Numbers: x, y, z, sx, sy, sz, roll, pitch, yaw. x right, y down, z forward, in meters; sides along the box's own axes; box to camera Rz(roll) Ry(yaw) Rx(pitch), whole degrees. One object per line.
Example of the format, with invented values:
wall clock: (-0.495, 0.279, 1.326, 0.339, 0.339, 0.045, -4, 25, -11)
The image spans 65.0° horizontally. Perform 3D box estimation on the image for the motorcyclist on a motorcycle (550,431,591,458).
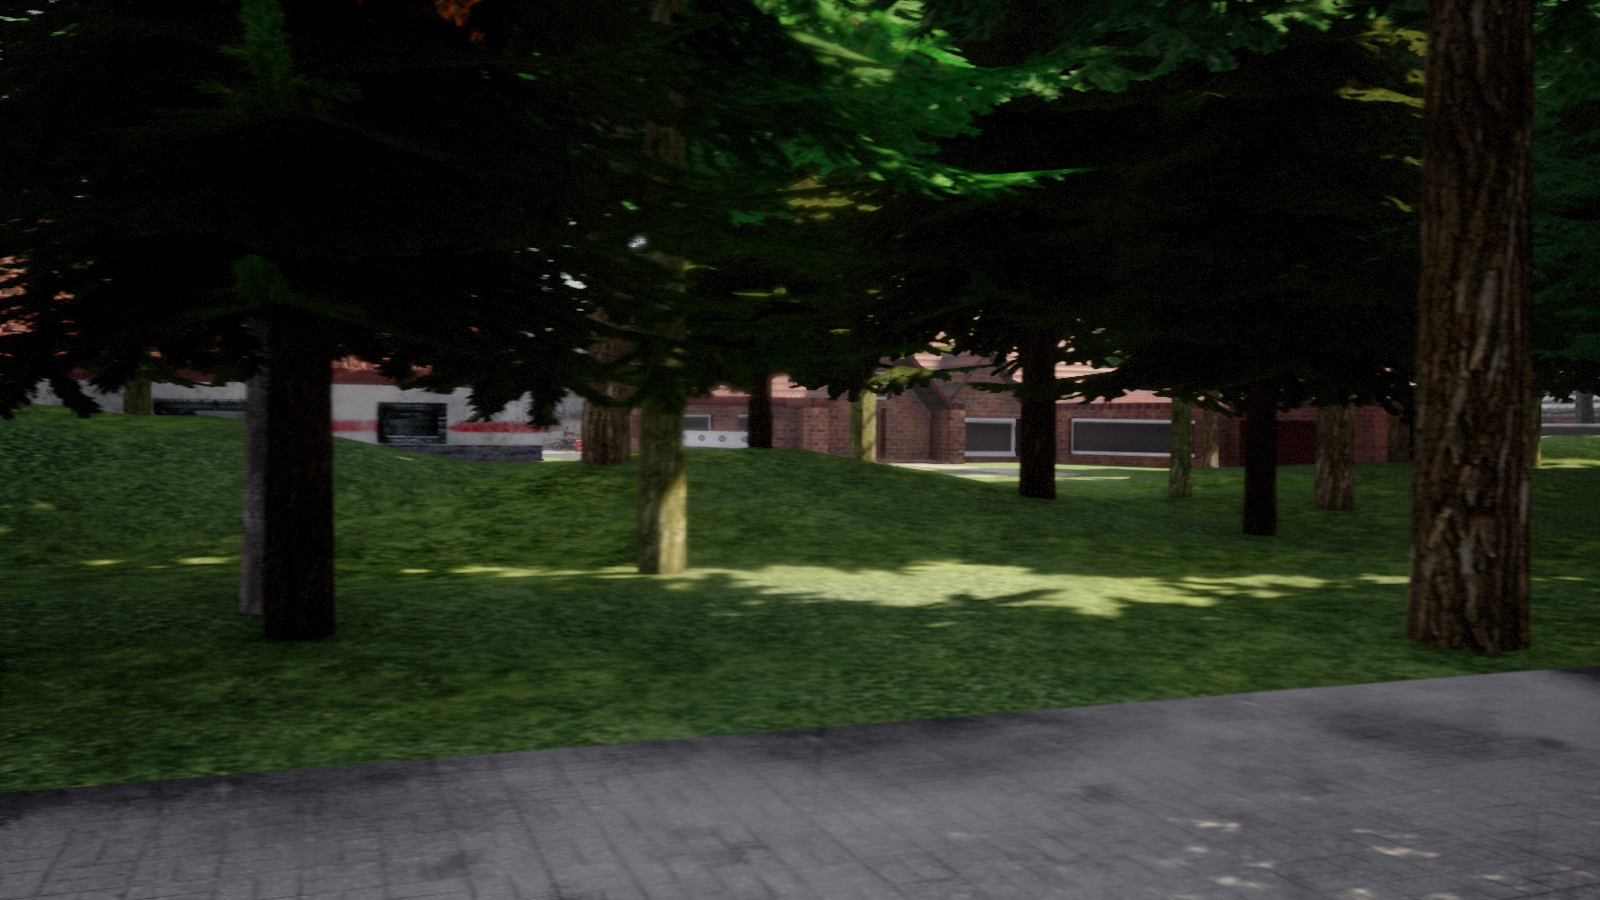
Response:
motorcyclist on a motorcycle: (-14.192, -0.363, 77.721, 2.350, 1.649, 0.766, -1, 1, -21)

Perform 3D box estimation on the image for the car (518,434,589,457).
car: (-15.953, -0.289, 81.337, 4.181, 1.385, 1.994, -1, 1, -21)
